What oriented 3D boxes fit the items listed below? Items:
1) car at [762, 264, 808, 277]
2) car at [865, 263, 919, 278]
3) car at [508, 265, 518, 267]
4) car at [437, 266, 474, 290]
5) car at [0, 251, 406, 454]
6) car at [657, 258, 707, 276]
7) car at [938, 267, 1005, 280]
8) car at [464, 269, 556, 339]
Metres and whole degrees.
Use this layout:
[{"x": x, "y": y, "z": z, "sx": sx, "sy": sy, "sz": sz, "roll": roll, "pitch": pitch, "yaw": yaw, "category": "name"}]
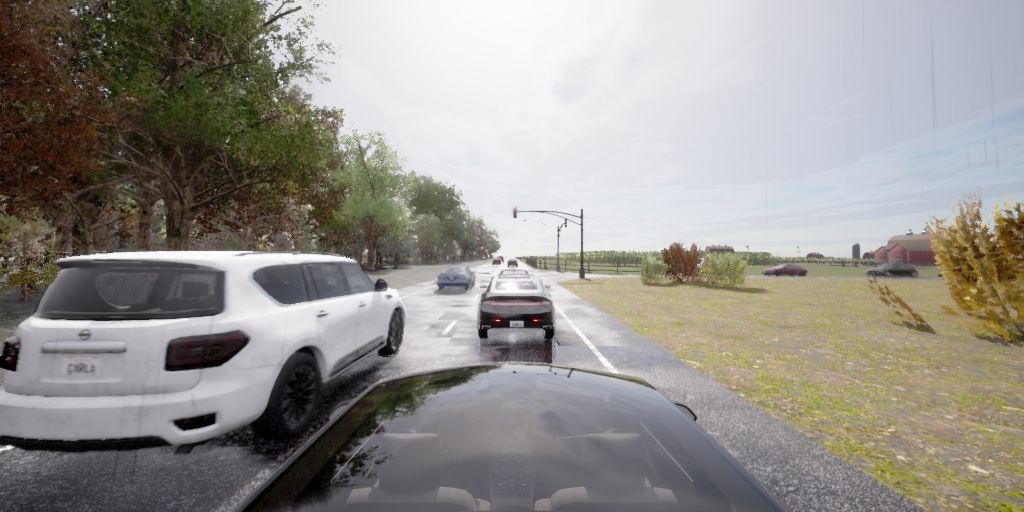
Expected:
[{"x": 31.644, "y": 1.678, "z": 41.596, "sx": 4.674, "sy": 1.442, "sz": 1.812, "roll": 1, "pitch": -1, "yaw": 0, "category": "car"}, {"x": 43.896, "y": 1.640, "z": 41.512, "sx": 4.553, "sy": 1.767, "sz": 2.097, "roll": 1, "pitch": -1, "yaw": 1, "category": "car"}, {"x": 0.111, "y": 1.355, "z": 19.223, "sx": 1.895, "sy": 1.301, "sz": 4.718, "roll": 0, "pitch": 0, "yaw": 0, "category": "car"}, {"x": -3.388, "y": 1.302, "z": 22.537, "sx": 2.033, "sy": 1.411, "sz": 5.357, "roll": 0, "pitch": 0, "yaw": 0, "category": "car"}, {"x": -3.401, "y": 0.971, "z": 5.521, "sx": 2.150, "sy": 2.045, "sz": 5.566, "roll": 0, "pitch": 0, "yaw": 0, "category": "car"}, {"x": 19.678, "y": 1.244, "z": 41.660, "sx": 5.566, "sy": 2.045, "sz": 2.150, "roll": 1, "pitch": -1, "yaw": 0, "category": "car"}, {"x": 48.608, "y": 1.825, "z": 37.899, "sx": 5.357, "sy": 1.411, "sz": 2.033, "roll": 1, "pitch": -1, "yaw": 1, "category": "car"}, {"x": 0.106, "y": 1.244, "z": 10.102, "sx": 2.128, "sy": 1.511, "sz": 4.902, "roll": 0, "pitch": 0, "yaw": 0, "category": "car"}]
